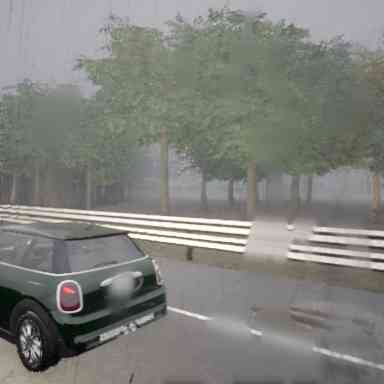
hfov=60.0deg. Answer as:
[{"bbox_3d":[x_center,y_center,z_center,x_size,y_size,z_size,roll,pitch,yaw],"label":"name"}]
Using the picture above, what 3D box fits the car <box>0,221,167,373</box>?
[{"bbox_3d":[-2.660,1.309,5.842,4.553,1.767,2.097,1,0,36],"label":"car"}]
